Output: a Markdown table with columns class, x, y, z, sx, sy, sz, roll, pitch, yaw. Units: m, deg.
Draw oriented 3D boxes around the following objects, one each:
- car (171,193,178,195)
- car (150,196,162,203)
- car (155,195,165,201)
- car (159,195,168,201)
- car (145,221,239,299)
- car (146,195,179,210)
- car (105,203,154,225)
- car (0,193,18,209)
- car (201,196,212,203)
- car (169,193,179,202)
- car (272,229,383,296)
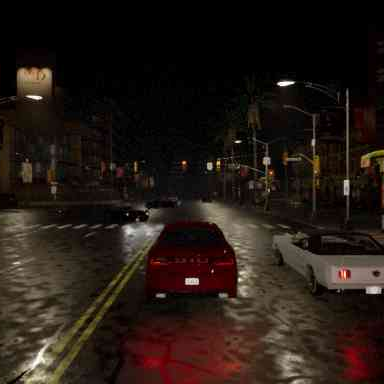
| class | x | y | z | sx | sy | sz | roll | pitch | yaw |
| --- | --- | --- | --- | --- | --- | --- | --- | --- | --- |
| car | -4.171 | 1.355 | 71.306 | 2.097 | 1.767 | 4.553 | 0 | 0 | -1 |
| car | -7.674 | 1.540 | 71.568 | 2.033 | 1.411 | 5.357 | 0 | 0 | -1 |
| car | -7.765 | 1.524 | 81.063 | 1.812 | 1.442 | 4.674 | 0 | 0 | -1 |
| car | -7.863 | 1.525 | 91.178 | 2.128 | 1.511 | 4.902 | 0 | 0 | -1 |
| car | -0.006 | 1.478 | 8.530 | 1.882 | 1.535 | 5.008 | 0 | 0 | 0 |
| car | -3.756 | 1.491 | 42.015 | 2.128 | 1.511 | 4.902 | 0 | 0 | 36 |
| car | -4.838 | 1.601 | 24.595 | 1.895 | 1.301 | 4.718 | 0 | 0 | -31 |
| car | -27.042 | 1.221 | 45.925 | 5.566 | 2.045 | 2.150 | 0 | 0 | -1 |
| car | 2.948 | 1.525 | 69.258 | 1.812 | 1.442 | 4.674 | 0 | 0 | -1 |
| car | -4.261 | 1.225 | 80.645 | 2.150 | 2.045 | 5.566 | 0 | 0 | -1 |
| car | 3.495 | 1.601 | 8.618 | 1.895 | 1.301 | 4.718 | 0 | 0 | 0 |
